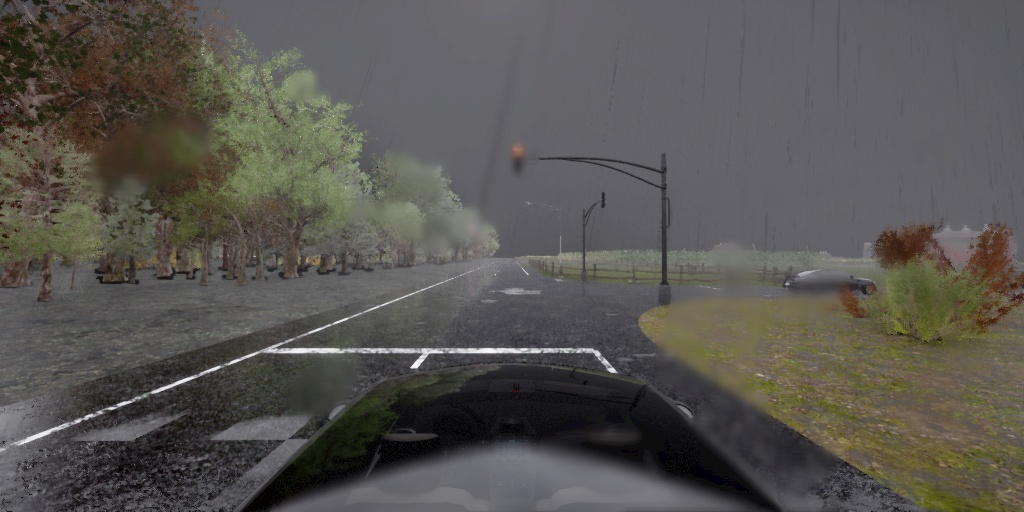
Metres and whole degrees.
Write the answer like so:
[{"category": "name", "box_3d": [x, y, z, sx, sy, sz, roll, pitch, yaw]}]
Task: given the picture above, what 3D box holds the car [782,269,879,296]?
[{"category": "car", "box_3d": [18.301, 1.470, 20.740, 4.674, 1.442, 1.812, 1, -1, 0]}]
